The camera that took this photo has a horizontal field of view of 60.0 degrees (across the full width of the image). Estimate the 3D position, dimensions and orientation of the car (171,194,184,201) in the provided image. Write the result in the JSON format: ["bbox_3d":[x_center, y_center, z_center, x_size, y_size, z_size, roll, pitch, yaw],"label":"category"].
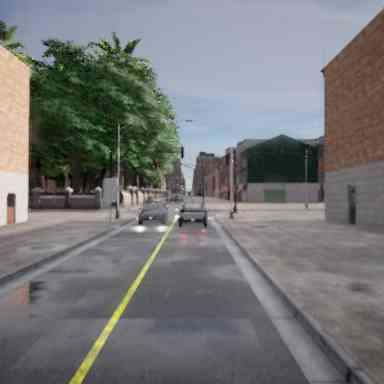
[{"bbox_3d":[-2.862,1.343,71.844,2.097,1.767,4.553,0,0,0],"label":"car"}]

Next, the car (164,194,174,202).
[{"bbox_3d":[-5.527,1.317,80.228,2.192,1.841,5.009,1,0,0],"label":"car"}]

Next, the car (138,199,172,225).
[{"bbox_3d":[-2.702,1.482,24.173,1.837,1.490,4.892,0,0,0],"label":"car"}]

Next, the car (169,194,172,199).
[{"bbox_3d":[-5.439,1.540,63.877,1.947,1.339,4.313,1,0,0],"label":"car"}]

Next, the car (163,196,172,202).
[{"bbox_3d":[-5.502,1.572,74.777,1.802,1.307,4.206,1,0,0],"label":"car"}]

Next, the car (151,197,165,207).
[{"bbox_3d":[-5.428,1.493,53.265,1.752,1.417,4.829,1,0,0],"label":"car"}]

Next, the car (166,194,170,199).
[{"bbox_3d":[-5.407,1.521,58.427,2.008,1.369,4.403,1,0,0],"label":"car"}]

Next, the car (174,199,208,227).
[{"bbox_3d":[0.075,1.472,22.347,2.128,1.511,4.902,0,0,1],"label":"car"}]

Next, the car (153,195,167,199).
[{"bbox_3d":[-5.393,1.518,51.292,2.008,1.369,4.403,1,0,0],"label":"car"}]

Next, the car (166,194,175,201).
[{"bbox_3d":[-5.562,1.457,85.678,1.967,1.590,4.097,1,0,0],"label":"car"}]
